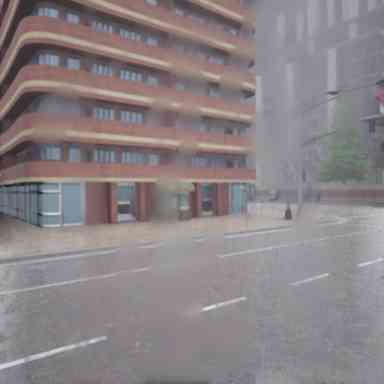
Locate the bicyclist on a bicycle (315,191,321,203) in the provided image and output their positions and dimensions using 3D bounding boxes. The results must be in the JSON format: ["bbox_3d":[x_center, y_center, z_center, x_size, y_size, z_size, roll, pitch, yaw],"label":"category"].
[{"bbox_3d":[17.800,0.686,46.960,1.656,1.620,0.582,-1,1,-36],"label":"bicyclist on a bicycle"}]
